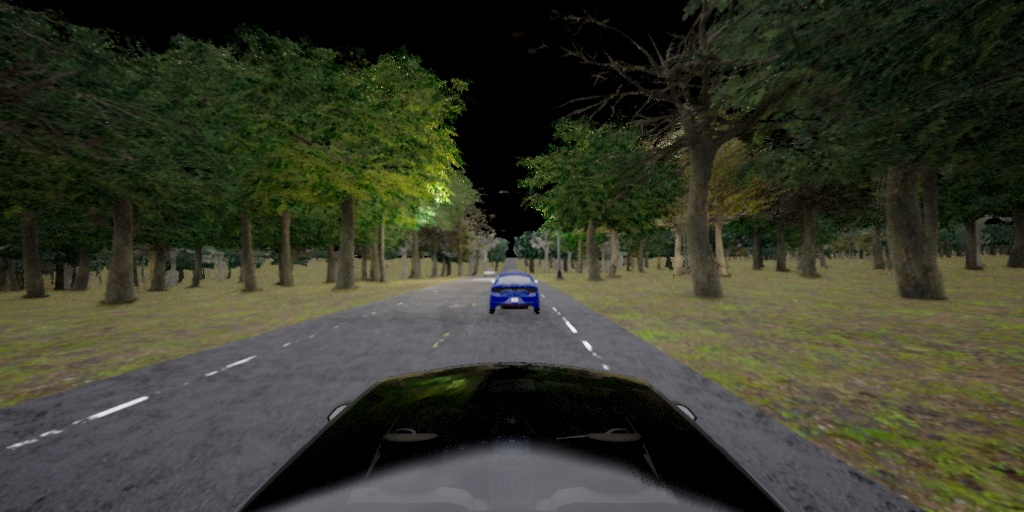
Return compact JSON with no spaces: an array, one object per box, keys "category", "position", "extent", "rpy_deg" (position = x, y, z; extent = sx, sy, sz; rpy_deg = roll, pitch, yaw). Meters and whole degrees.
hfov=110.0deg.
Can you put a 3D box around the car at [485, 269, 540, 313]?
[{"category":"car","position":[0.100,1.423,15.066],"extent":[1.882,1.535,5.008],"rpy_deg":[0,-1,0]}]

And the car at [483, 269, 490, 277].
[{"category":"car","position":[-3.444,2.657,56.025],"extent":[1.895,1.301,4.718],"rpy_deg":[0,-2,0]}]
